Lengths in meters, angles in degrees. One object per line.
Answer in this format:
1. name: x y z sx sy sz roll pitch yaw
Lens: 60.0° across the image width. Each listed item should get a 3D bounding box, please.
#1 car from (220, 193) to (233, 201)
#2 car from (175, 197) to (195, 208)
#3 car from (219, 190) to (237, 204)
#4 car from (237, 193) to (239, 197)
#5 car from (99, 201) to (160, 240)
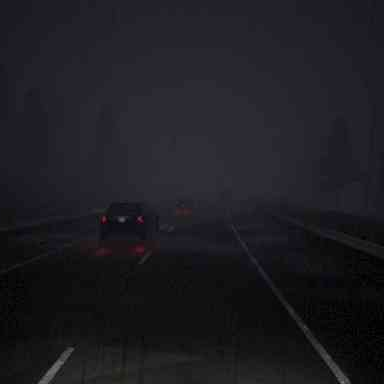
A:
1. car: 7.082 0.959 67.470 2.033 1.411 5.357 0 1 12
2. car: -0.794 1.241 40.354 1.895 1.301 4.718 0 1 7
3. car: 5.329 0.776 50.959 2.150 2.045 5.566 0 1 9
4. car: 10.734 0.714 83.473 1.895 1.301 4.718 0 1 13
5. car: -2.891 1.204 16.321 2.097 1.767 4.553 0 1 3
